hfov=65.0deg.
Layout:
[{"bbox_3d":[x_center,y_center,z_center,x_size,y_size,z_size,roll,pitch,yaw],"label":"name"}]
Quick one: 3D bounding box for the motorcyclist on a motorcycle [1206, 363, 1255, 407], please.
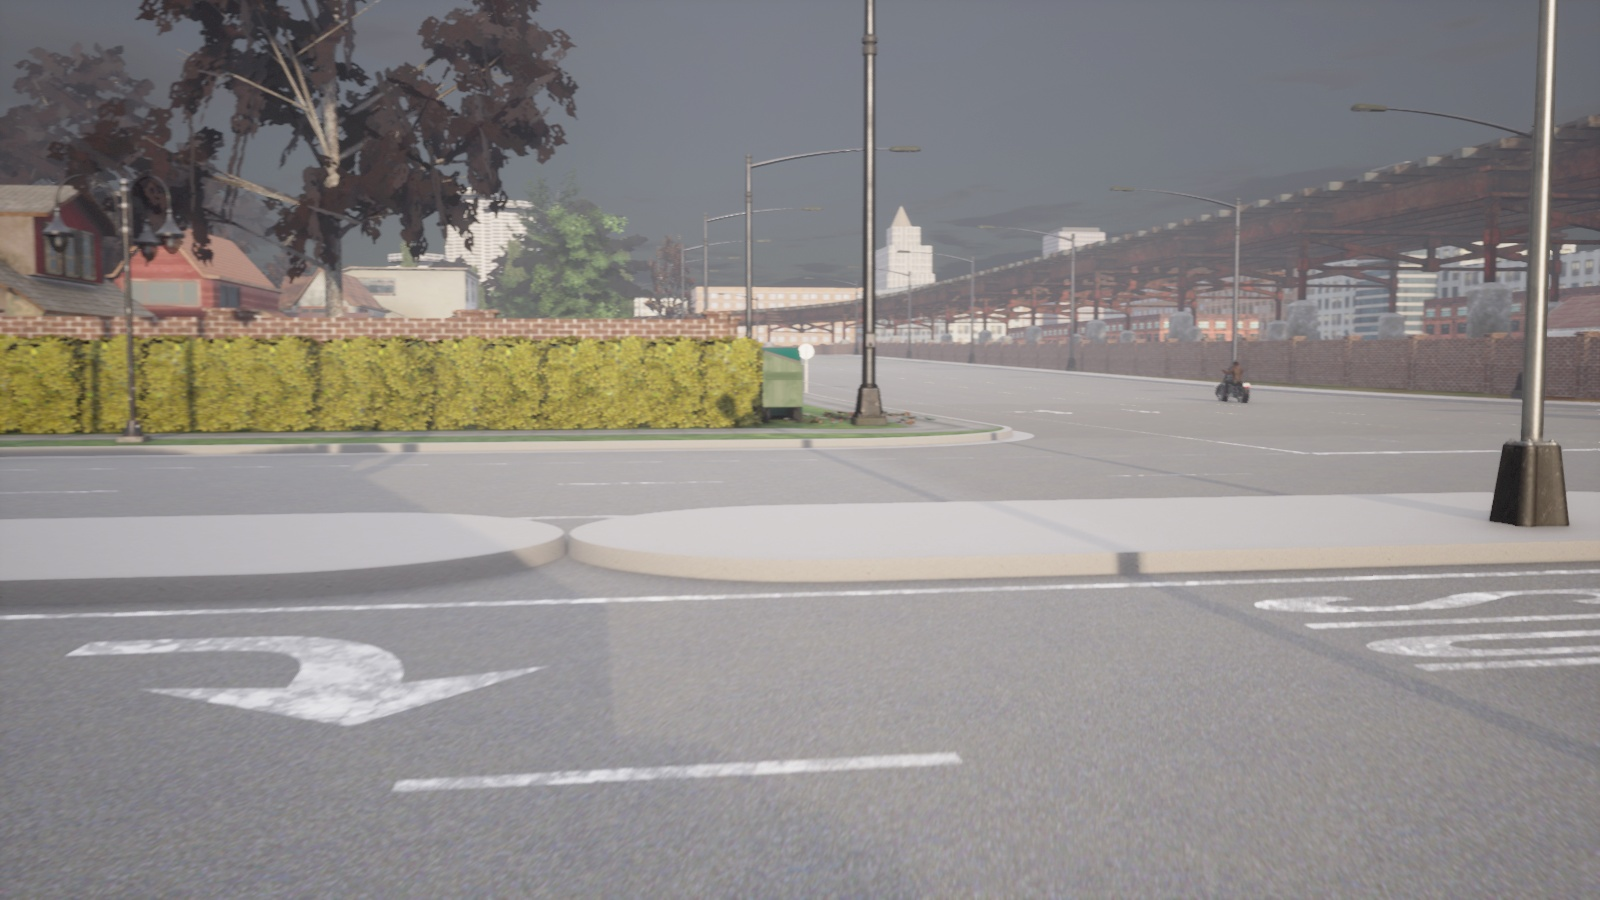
[{"bbox_3d":[16.721,-2.548,48.861,0.766,1.649,2.350,0,4,-9],"label":"motorcyclist on a motorcycle"}]
